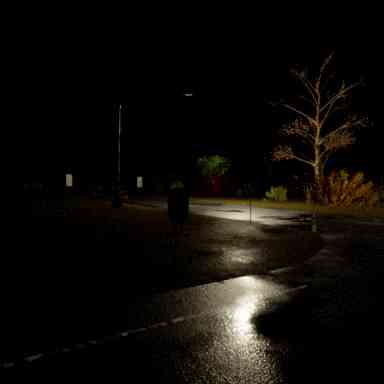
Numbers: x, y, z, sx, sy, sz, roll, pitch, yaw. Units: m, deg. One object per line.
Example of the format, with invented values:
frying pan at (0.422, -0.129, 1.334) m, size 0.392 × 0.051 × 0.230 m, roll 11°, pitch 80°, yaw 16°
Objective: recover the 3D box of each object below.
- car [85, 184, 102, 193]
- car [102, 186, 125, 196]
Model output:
car at (-17.542, -0.687, 59.823) m, size 2.097 × 1.767 × 4.553 m, roll 0°, pitch 2°, yaw -35°
car at (-11.994, -0.206, 52.041) m, size 1.812 × 1.442 × 4.674 m, roll 0°, pitch 2°, yaw -35°
